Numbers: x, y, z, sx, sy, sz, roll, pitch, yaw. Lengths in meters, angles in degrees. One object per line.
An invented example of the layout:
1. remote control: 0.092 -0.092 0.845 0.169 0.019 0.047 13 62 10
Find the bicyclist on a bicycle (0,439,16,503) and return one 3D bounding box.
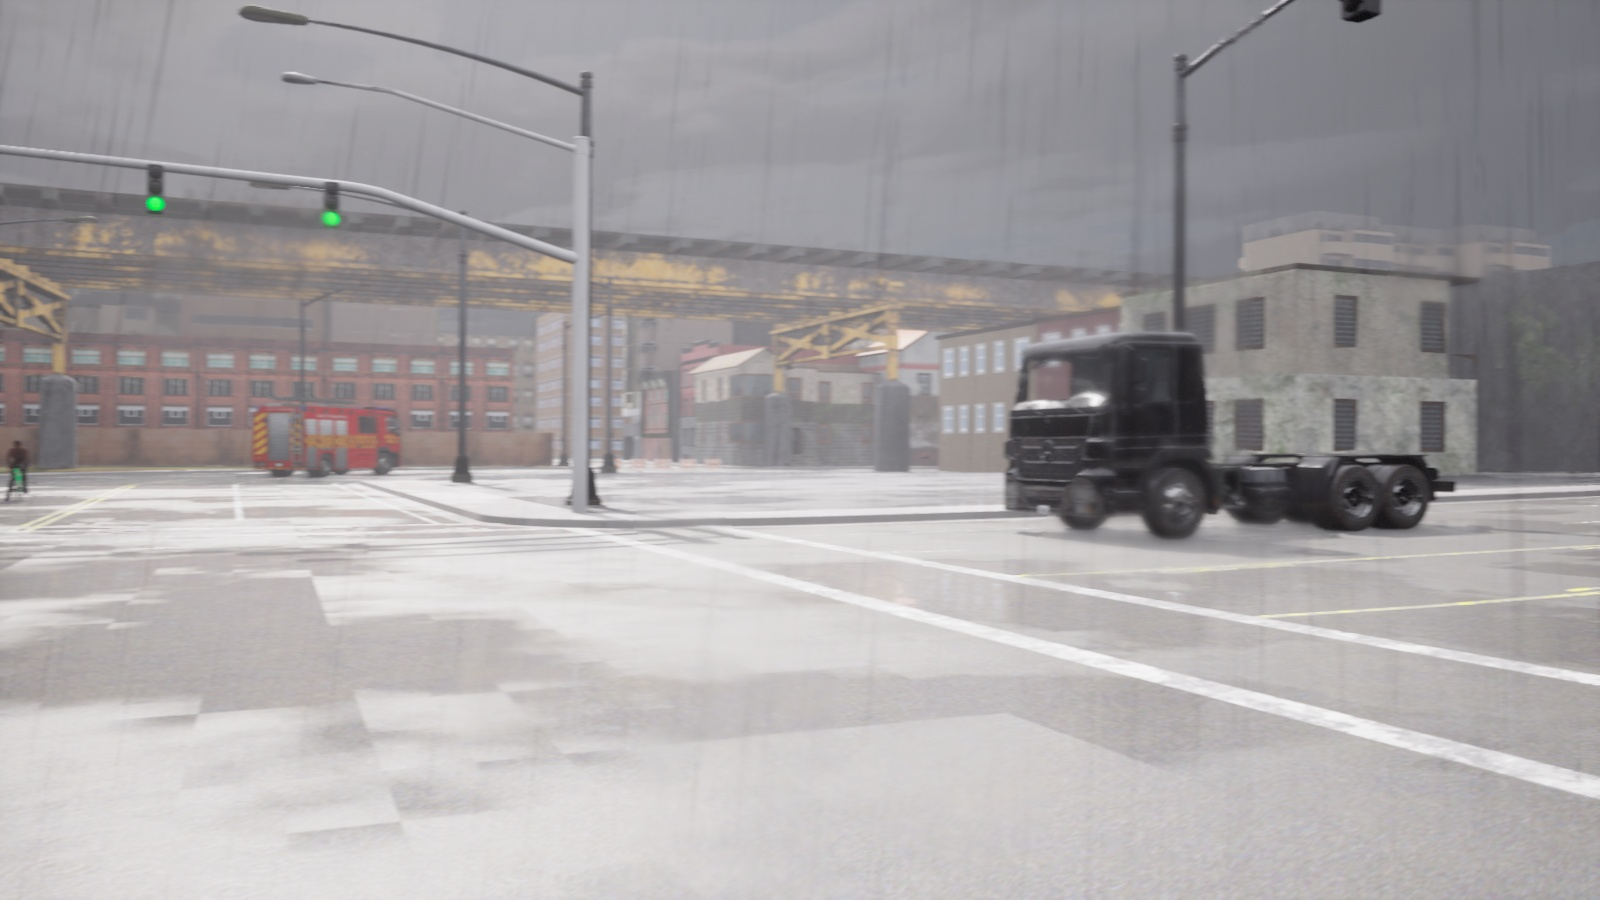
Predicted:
1. bicyclist on a bicycle: -20.843 0.523 32.645 0.582 1.620 1.656 0 0 -25

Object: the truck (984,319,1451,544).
1. truck: 7.434 -0.314 22.202 7.936 3.462 2.891 0 0 -24

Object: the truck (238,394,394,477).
1. truck: -23.801 -0.662 62.340 2.891 3.827 8.468 0 0 14
